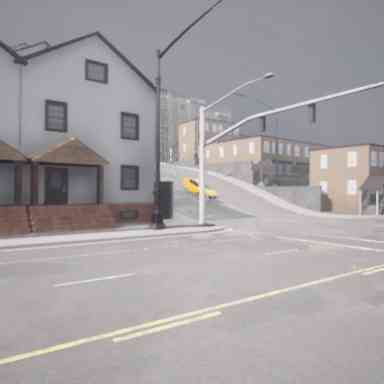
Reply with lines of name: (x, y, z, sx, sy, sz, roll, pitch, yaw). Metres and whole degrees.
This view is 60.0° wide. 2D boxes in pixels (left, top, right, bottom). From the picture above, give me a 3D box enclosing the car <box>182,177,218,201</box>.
car: (0.875, -0.477, 36.167, 1.882, 1.535, 5.008, 1, 21, -37)
